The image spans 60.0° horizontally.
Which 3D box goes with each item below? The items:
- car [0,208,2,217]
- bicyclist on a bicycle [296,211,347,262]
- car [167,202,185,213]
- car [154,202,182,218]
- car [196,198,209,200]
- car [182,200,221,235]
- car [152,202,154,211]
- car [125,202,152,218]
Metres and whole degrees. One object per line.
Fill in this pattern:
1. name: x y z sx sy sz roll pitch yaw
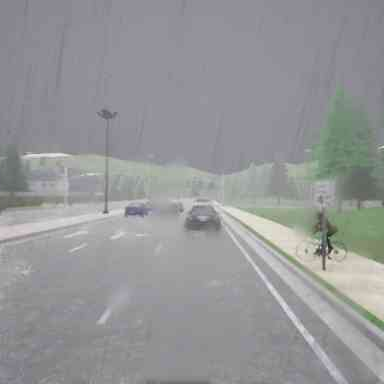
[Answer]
1. car: -17.799 1.696 27.472 2.128 1.511 4.902 0 -1 2
2. bicyclist on a bicycle: 4.174 1.460 10.712 1.656 1.620 0.582 1 -1 2
3. car: -2.131 2.119 46.292 2.033 1.411 5.357 0 -1 2
4. car: -2.410 1.925 35.552 2.128 1.511 4.902 0 -1 2
5. car: 1.386 1.790 43.977 2.150 2.045 5.566 0 -1 2
6. car: 0.701 1.626 21.098 2.097 1.767 4.553 0 -1 2
7. car: -5.628 2.092 46.407 2.033 1.411 5.357 0 -1 2
8. car: -5.897 1.887 35.933 1.882 1.535 5.008 0 -1 2
